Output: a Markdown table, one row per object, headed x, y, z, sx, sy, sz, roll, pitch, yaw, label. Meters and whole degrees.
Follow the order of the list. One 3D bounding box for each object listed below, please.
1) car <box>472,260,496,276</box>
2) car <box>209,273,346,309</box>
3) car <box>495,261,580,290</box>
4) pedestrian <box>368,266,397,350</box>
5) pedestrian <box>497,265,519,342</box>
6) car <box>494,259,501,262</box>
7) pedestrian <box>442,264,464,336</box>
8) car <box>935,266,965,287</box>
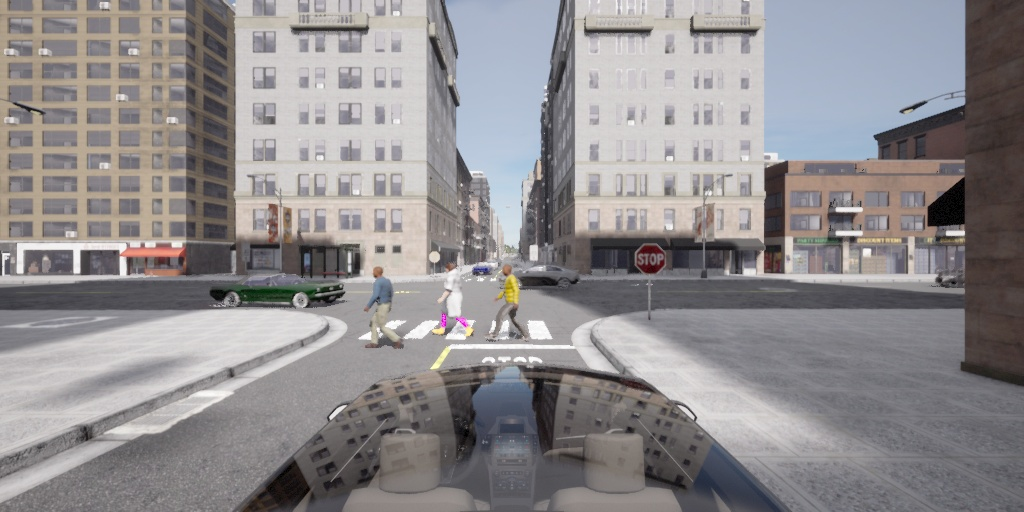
| x | y | z | sx | sy | sz | roll | pitch | yaw | label |
| --- | --- | --- | --- | --- | --- | --- | --- | --- | --- |
| -3.003 | 1.356 | 37.175 | 1.895 | 1.301 | 4.718 | 0 | 0 | 0 | car |
| -9.356 | 1.366 | 14.539 | 4.718 | 1.301 | 1.895 | 0 | 0 | 7 | car |
| 1.624 | 1.234 | 21.623 | 4.902 | 1.511 | 2.128 | 0 | 0 | 0 | car |
| -2.749 | 1.043 | 7.636 | 0.375 | 1.860 | 0.375 | 0 | 0 | 0 | pedestrian |
| -0.094 | 1.043 | 8.235 | 0.375 | 1.860 | 0.375 | 0 | 0 | 0 | pedestrian |
| -2.976 | 1.288 | 51.717 | 1.812 | 1.442 | 4.674 | 0 | 0 | 0 | car |
| -1.450 | 1.043 | 8.836 | 0.375 | 1.860 | 0.375 | 0 | 0 | 0 | pedestrian |
| 28.631 | 1.197 | 21.616 | 4.902 | 1.511 | 2.128 | 0 | 0 | 0 | car |
